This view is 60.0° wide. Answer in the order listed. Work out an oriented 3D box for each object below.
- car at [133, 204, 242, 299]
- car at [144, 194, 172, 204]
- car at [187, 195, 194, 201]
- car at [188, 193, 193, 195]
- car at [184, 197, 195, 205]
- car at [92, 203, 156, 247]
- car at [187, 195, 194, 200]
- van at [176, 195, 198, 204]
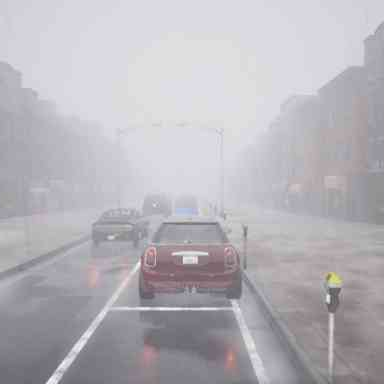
[{"bbox_3d":[-0.033,1.349,8.622,2.097,1.767,4.553,0,0,0],"label":"car"},{"bbox_3d":[-3.019,1.205,29.599,2.150,2.045,5.566,0,0,0],"label":"car"},{"bbox_3d":[-0.398,1.542,86.399,1.947,1.339,4.313,-1,0,0],"label":"car"},{"bbox_3d":[-0.404,1.302,36.607,2.192,1.841,5.009,-1,0,0],"label":"car"},{"bbox_3d":[-0.398,1.562,58.737,1.802,1.307,4.206,-1,0,0],"label":"car"},{"bbox_3d":[-3.017,1.486,14.883,2.128,1.511,4.902,0,0,0],"label":"car"},{"bbox_3d":[-0.398,1.541,91.932,1.947,1.339,4.313,-1,0,0],"label":"car"},{"bbox_3d":[-0.403,1.331,25.542,1.690,1.788,3.998,-1,0,0],"label":"van"}]
